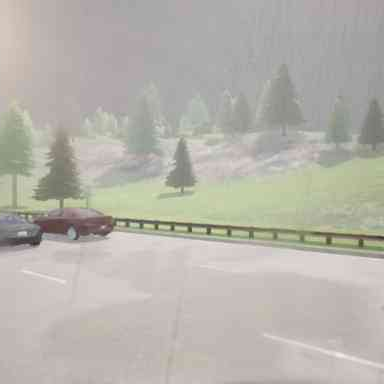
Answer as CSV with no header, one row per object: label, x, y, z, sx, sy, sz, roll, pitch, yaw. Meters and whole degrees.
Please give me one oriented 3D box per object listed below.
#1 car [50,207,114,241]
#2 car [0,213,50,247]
car,-6.134,1.482,16.843,5.008,1.535,1.882,0,0,35
car,-8.167,1.570,13.993,4.181,1.385,1.994,0,0,35
